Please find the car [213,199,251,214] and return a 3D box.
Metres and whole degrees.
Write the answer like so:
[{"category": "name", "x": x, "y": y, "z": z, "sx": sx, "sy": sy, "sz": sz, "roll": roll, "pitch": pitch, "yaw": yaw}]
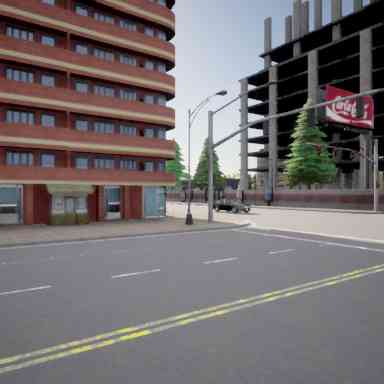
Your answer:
[{"category": "car", "x": 4.201, "y": 1.491, "z": 35.892, "sx": 2.128, "sy": 1.511, "sz": 4.902, "roll": 0, "pitch": 0, "yaw": -35}]
